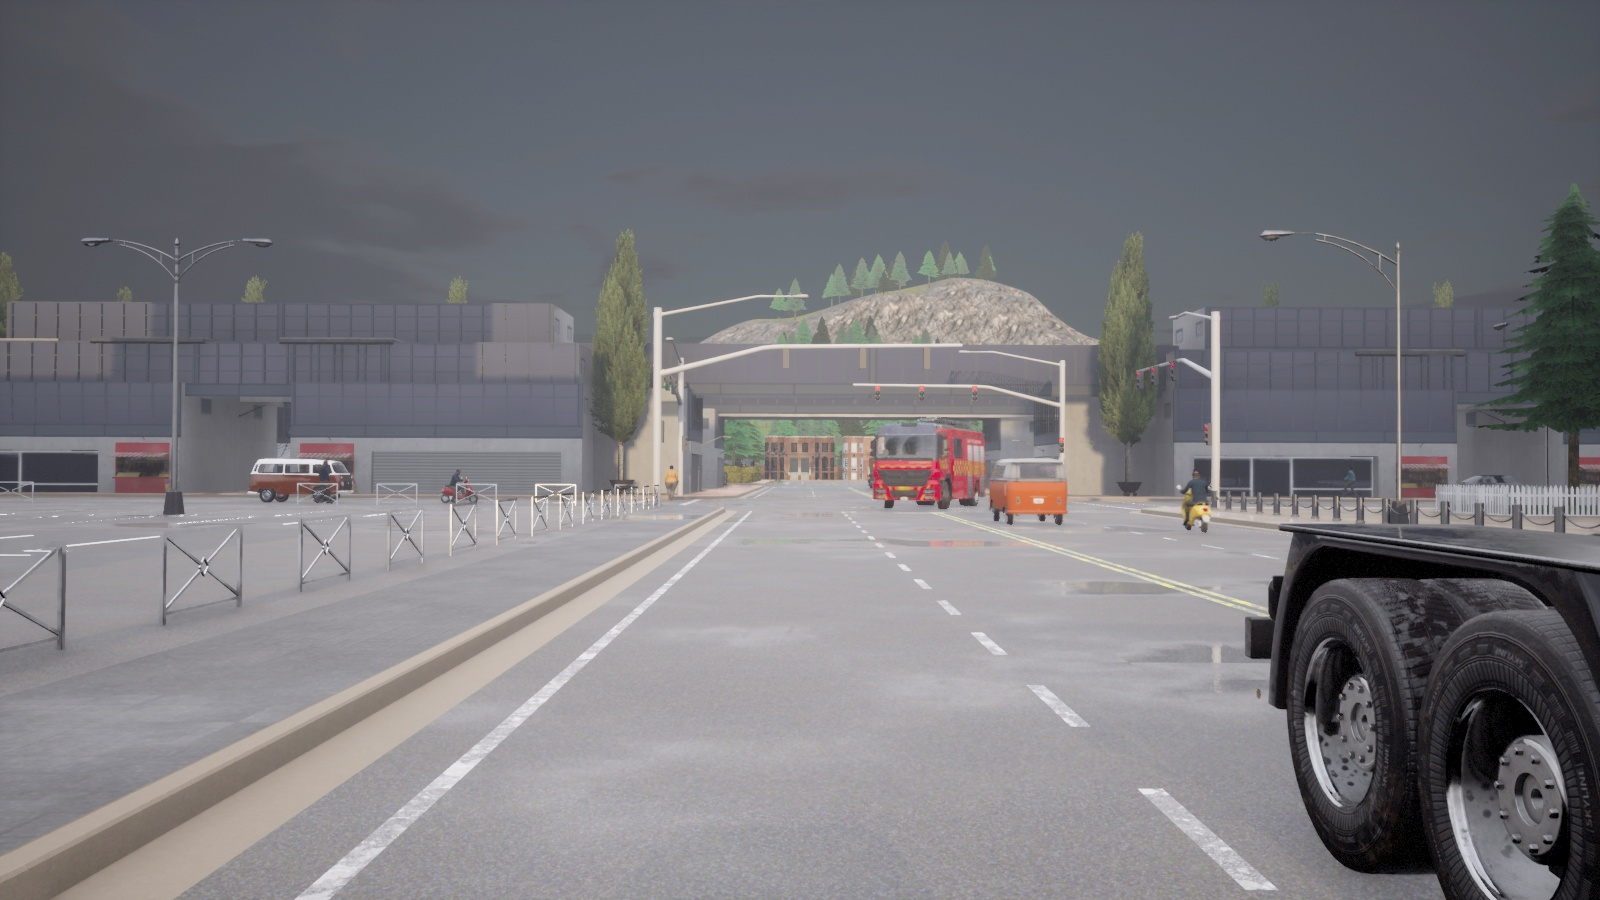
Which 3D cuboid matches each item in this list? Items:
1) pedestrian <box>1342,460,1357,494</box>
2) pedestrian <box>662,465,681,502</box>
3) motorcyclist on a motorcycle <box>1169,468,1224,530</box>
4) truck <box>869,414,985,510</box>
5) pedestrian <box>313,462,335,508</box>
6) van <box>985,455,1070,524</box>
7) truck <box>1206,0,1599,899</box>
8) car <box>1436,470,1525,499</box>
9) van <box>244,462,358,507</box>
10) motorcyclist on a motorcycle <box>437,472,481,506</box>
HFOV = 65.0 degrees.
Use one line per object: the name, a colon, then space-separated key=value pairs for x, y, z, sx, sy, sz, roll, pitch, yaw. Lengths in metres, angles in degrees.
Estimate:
pedestrian: x=30.871 y=1.532 z=70.597 sx=0.692 sy=1.930 sz=0.396 roll=0 pitch=-1 yaw=12
pedestrian: x=-6.457 y=1.676 z=63.122 sx=0.874 sy=1.855 sz=0.900 roll=0 pitch=-1 yaw=-9
motorcyclist on a motorcycle: x=10.427 y=1.281 z=33.113 sx=0.866 sy=1.590 sz=1.817 roll=0 pitch=-1 yaw=0
truck: x=5.678 y=0.540 z=54.526 sx=2.891 sy=3.827 sz=8.468 roll=-1 pitch=-1 yaw=21
pedestrian: x=-18.947 y=1.387 z=50.007 sx=0.726 sy=1.842 sz=0.402 roll=0 pitch=-1 yaw=-1
van: x=6.914 y=1.185 z=38.502 sx=1.775 sy=1.987 sz=4.442 roll=0 pitch=-1 yaw=0
truck: x=3.496 y=-0.145 z=2.335 sx=2.891 sy=3.462 sz=7.936 roll=0 pitch=-1 yaw=0
car: x=35.411 y=1.782 z=65.408 sx=3.633 sy=1.501 sz=1.845 roll=0 pitch=-1 yaw=0
van: x=-23.202 y=1.611 z=58.494 sx=4.480 sy=2.038 sz=2.069 roll=0 pitch=-1 yaw=1
motorcyclist on a motorcycle: x=-15.840 y=1.808 z=58.317 sx=1.817 sy=1.590 sz=0.866 roll=0 pitch=-1 yaw=1
